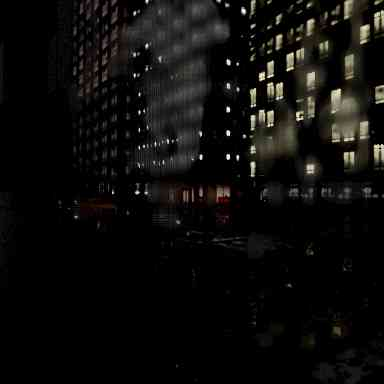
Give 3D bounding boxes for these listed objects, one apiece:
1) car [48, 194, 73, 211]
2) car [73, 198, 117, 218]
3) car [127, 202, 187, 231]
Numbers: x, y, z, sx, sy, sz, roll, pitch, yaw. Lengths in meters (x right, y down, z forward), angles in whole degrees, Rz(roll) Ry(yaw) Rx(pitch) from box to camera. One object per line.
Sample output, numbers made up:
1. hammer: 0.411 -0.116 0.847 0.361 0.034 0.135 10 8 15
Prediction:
1. car: -13.711 1.045 35.292 2.097 1.767 4.553 0 0 -37
2. car: -7.824 1.254 27.364 1.882 1.535 5.008 0 0 -37
3. car: -2.193 1.344 19.795 2.128 1.511 4.902 0 0 -37
